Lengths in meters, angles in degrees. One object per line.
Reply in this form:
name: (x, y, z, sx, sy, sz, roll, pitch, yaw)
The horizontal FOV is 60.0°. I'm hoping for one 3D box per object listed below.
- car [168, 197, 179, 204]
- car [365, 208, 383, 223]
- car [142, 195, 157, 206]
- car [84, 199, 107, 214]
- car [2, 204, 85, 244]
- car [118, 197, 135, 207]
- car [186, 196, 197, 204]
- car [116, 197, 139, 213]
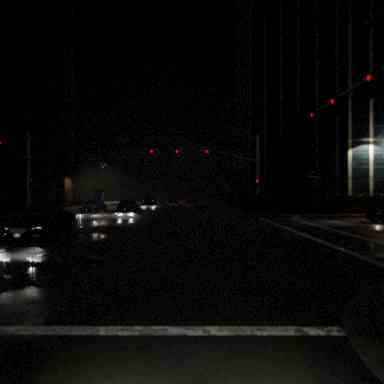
car: (-3.589, 1.651, 65.655, 1.895, 1.301, 4.718, 0, 0, 0)
car: (15.450, 1.497, 24.467, 5.008, 1.535, 1.882, 0, 0, -1)
car: (-7.149, 1.395, 55.799, 2.097, 1.767, 4.553, 0, 0, 0)
car: (-10.792, 1.554, 36.738, 1.812, 1.442, 4.674, 0, 0, 3)
car: (-7.122, 1.504, 15.993, 2.128, 1.511, 4.902, 0, 0, 0)
car: (-10.649, 1.567, 54.488, 1.812, 1.442, 4.674, 0, 0, 0)
car: (-0.088, 1.576, 65.090, 1.812, 1.442, 4.674, 0, 0, 0)
car: (-7.147, 1.592, 37.206, 1.994, 1.385, 4.181, 0, 0, 0)
